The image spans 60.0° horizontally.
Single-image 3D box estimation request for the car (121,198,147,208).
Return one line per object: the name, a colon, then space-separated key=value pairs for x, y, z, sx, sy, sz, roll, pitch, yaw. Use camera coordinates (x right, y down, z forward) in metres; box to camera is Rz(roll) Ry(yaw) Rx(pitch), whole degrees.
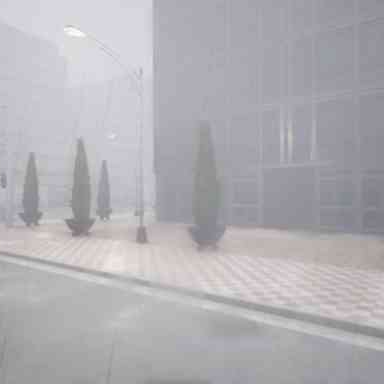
car: x=-9.485 y=1.751 z=54.558 sx=2.128 sy=1.511 sz=4.902 roll=0 pitch=0 yaw=36
